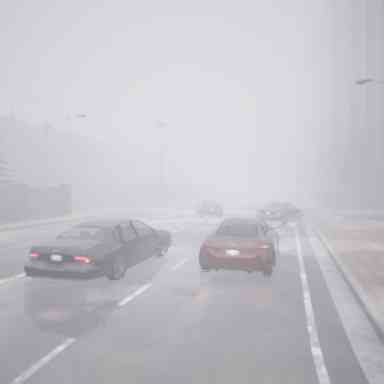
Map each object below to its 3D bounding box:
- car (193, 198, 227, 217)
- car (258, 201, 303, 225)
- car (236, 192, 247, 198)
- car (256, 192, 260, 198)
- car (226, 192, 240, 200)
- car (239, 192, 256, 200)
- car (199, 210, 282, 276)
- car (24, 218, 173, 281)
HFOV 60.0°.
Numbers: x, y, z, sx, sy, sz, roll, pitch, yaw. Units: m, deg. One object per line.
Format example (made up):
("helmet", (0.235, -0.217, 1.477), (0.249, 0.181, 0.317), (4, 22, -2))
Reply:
("car", (1.307, 1.313, 28.388), (1.994, 1.385, 4.181), (0, 0, -8))
("car", (6.028, 1.347, 22.599), (2.033, 1.411, 5.357), (0, 1, 33))
("car", (12.885, 0.763, 86.719), (2.033, 1.411, 5.357), (0, 1, 16))
("car", (16.245, 0.756, 85.740), (1.812, 1.442, 4.674), (0, 1, 16))
("car", (8.476, 0.888, 71.592), (1.812, 1.442, 4.674), (0, 1, 16))
("car", (11.836, 0.897, 70.613), (1.812, 1.442, 4.674), (0, 1, 16))
("car", (1.595, 1.471, 10.248), (1.994, 1.385, 4.181), (0, 0, 17))
("car", (-2.244, 1.460, 9.651), (2.033, 1.411, 5.357), (0, 1, 17))
